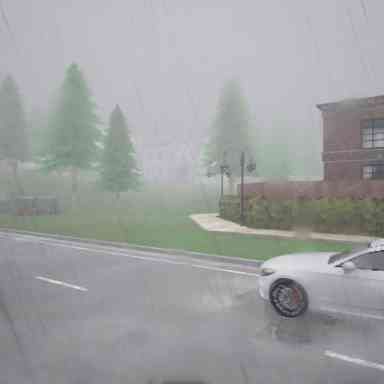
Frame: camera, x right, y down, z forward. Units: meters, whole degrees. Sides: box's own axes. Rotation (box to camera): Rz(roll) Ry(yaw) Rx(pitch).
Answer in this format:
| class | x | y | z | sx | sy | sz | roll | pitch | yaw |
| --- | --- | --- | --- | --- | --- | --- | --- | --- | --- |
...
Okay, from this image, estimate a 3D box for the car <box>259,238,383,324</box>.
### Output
| class | x | y | z | sx | sy | sz | roll | pitch | yaw |
| --- | --- | --- | --- | --- | --- | --- | --- | --- | --- |
| car | 3.490 | 1.525 | 5.764 | 4.674 | 1.442 | 1.812 | 0 | 0 | 35 |
